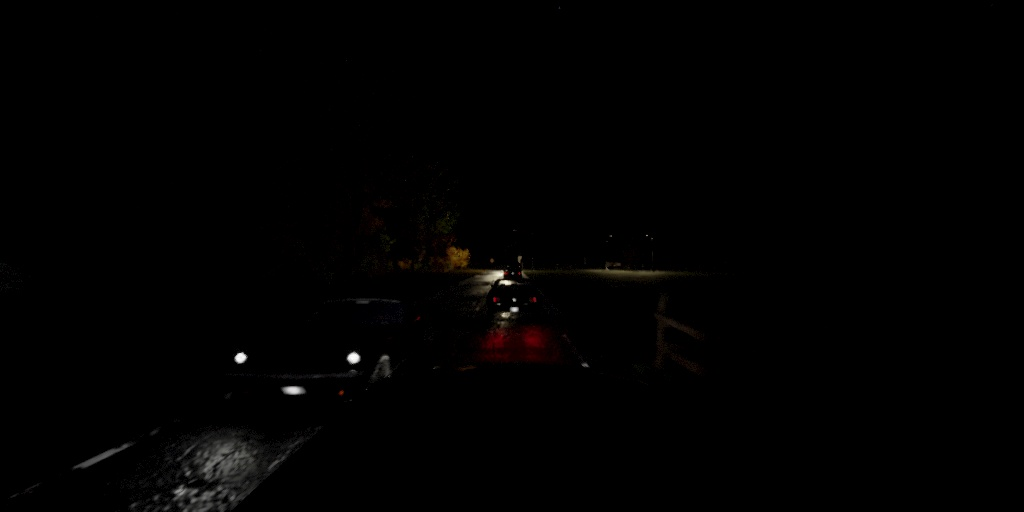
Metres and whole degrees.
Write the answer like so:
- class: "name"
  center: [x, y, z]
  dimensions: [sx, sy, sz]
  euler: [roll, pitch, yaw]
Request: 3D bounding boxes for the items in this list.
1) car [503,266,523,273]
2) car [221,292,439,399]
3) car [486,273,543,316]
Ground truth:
- class: "car"
  center: [0.072, 1.689, 35.652]
  dimensions: [2.033, 1.411, 5.357]
  euler: [0, -1, 0]
- class: "car"
  center: [-2.754, 1.409, 6.727]
  dimensions: [1.895, 1.301, 4.718]
  euler: [0, -1, 0]
- class: "car"
  center: [0.085, 1.492, 14.005]
  dimensions: [1.895, 1.301, 4.718]
  euler: [0, -1, 0]
